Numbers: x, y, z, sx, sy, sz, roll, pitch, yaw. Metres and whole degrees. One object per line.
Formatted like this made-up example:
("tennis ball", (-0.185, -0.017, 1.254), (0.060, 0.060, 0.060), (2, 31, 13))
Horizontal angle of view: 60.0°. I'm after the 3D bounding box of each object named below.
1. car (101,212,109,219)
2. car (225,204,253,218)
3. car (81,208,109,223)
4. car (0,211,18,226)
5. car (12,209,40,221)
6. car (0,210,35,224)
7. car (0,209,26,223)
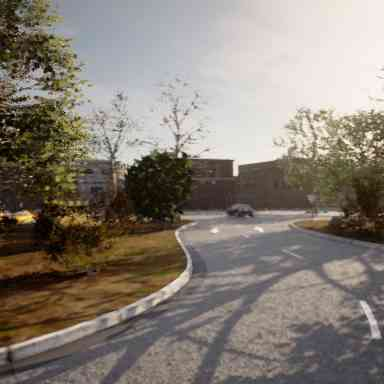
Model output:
("car", (-8.996, 2.456, 40.453), (2.435, 2.045, 5.566), (-2, -1, -4))
("car", (5.847, 2.287, 41.726), (2.097, 1.767, 4.553), (0, -1, -18))
("car", (-11.648, 2.781, 40.230), (2.231, 1.521, 4.892), (-2, -1, -4))
("car", (-22.772, 3.149, 39.263), (1.946, 1.575, 5.366), (-2, -1, -4))
("car", (-25.765, 3.566, 51.721), (1.946, 1.575, 5.366), (-2, -1, -4))
("car", (-20.119, 3.048, 39.445), (1.946, 1.575, 5.366), (-2, -1, -4))
("car", (-25.052, 3.238, 44.397), (4.553, 1.767, 2.097), (-2, -1, -4))
